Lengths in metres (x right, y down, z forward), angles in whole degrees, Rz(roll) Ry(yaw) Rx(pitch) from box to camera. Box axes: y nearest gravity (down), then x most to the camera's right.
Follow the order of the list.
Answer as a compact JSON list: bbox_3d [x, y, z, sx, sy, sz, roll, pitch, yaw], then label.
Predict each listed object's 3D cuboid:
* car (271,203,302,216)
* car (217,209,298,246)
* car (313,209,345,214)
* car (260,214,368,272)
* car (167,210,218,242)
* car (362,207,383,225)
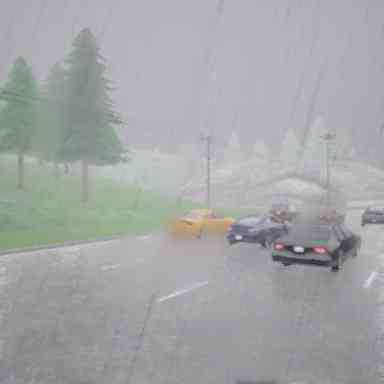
[{"bbox_3d":[8.369,1.793,29.774,2.097,1.767,4.553,0,-1,32],"label":"car"},{"bbox_3d":[3.297,1.760,15.951,1.812,1.442,4.674,0,-1,35],"label":"car"},{"bbox_3d":[11.136,2.011,27.194,1.895,1.301,4.718,0,-1,36],"label":"car"},{"bbox_3d":[4.516,1.724,11.624,2.033,1.411,5.357,0,-1,35],"label":"car"},{"bbox_3d":[0.707,1.742,18.351,1.882,1.535,5.008,0,-1,35],"label":"car"},{"bbox_3d":[14.362,1.887,25.694,2.128,1.511,4.902,0,-1,35],"label":"car"}]
